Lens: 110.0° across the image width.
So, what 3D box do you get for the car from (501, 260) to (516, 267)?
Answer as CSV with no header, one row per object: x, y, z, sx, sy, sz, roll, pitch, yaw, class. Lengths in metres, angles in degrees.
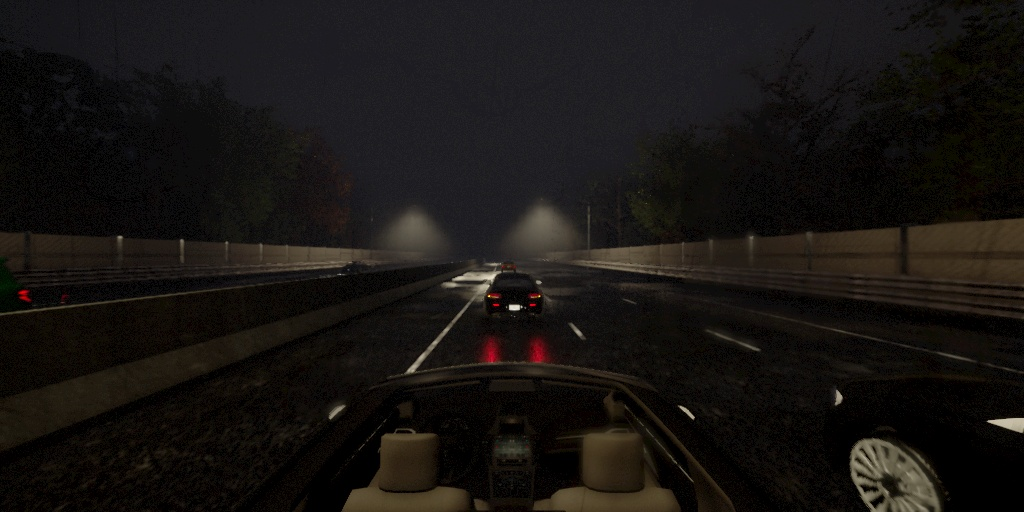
-0.436,1.222,44.579,1.801,1.575,5.366,0,0,-1,car

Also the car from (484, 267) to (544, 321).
0.056,1.280,12.348,1.812,1.442,4.674,0,0,0,car

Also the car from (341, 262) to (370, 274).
-17.955,1.341,41.276,1.994,1.385,4.181,0,0,-1,car

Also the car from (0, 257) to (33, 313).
-10.609,0.974,4.762,2.150,2.045,5.566,0,0,0,car

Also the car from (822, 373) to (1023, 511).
3.593,1.241,1.075,2.128,1.511,4.902,0,0,0,car
